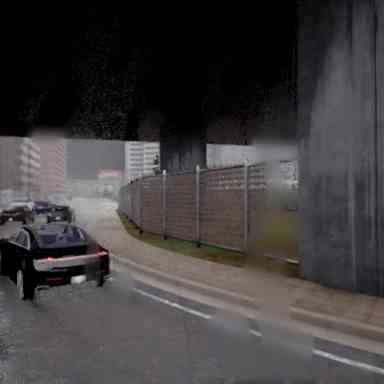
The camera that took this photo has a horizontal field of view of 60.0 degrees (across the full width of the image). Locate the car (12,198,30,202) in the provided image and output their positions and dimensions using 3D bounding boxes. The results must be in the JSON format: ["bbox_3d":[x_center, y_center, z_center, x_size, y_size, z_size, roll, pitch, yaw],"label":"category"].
[{"bbox_3d":[-22.183,1.797,43.185,2.150,2.045,5.566,0,-1,-14],"label":"car"}]

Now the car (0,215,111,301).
[{"bbox_3d":[-3.804,1.605,8.779,2.128,1.511,4.902,0,-1,-37],"label":"car"}]

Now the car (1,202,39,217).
[{"bbox_3d":[-14.519,1.875,27.880,1.837,1.490,4.892,0,0,-14],"label":"car"}]

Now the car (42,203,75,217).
[{"bbox_3d":[-10.912,1.879,27.828,1.812,1.442,4.674,0,-1,-15],"label":"car"}]

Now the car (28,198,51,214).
[{"bbox_3d":[-17.416,1.857,39.159,2.097,1.767,4.553,0,-1,-14],"label":"car"}]
